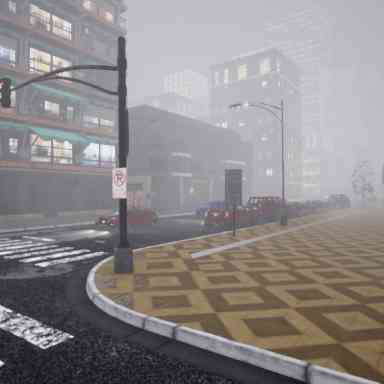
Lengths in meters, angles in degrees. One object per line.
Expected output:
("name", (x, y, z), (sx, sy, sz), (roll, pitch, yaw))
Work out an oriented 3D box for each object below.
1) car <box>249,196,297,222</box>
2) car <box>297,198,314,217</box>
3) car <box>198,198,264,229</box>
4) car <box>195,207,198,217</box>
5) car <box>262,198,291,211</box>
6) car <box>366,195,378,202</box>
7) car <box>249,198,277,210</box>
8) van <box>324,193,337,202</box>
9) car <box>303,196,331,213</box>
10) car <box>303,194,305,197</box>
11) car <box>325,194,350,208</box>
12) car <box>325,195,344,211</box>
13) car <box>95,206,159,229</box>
("car", (5.830, 1.216, 25.219), (2.192, 1.841, 5.009), (-1, 0, 36))
("car", (9.146, 1.471, 29.724), (1.802, 1.307, 4.206), (-1, 0, 36))
("car", (2.519, 1.353, 20.712), (1.967, 1.590, 4.097), (-1, 0, 36))
("car", (2.223, 1.444, 29.448), (1.882, 1.535, 5.008), (-1, 0, 36))
("car", (10.329, 1.462, 40.441), (1.812, 1.442, 4.674), (-1, 0, 37))
("car", (35.647, 1.334, 65.776), (1.887, 1.381, 4.507), (-1, 0, 36))
("car", (9.321, 1.489, 43.267), (1.752, 1.417, 4.829), (-1, 0, 36))
("van", (29.296, 1.229, 70.444), (1.690, 1.788, 3.998), (-1, 0, 36))
("car", (12.458, 1.421, 34.231), (1.887, 1.381, 4.507), (-1, 0, 36))
("car", (22.572, 1.440, 61.293), (1.752, 1.417, 4.829), (-1, 0, 36))
("car", (19.081, 1.167, 43.245), (2.192, 1.841, 5.009), (-1, 0, 36))
("car", (15.771, 1.415, 38.737), (2.008, 1.369, 4.403), (-1, 0, 36))
("car", (-3.990, 1.552, 21.002), (1.994, 1.385, 4.181), (-1, 0, 36))
